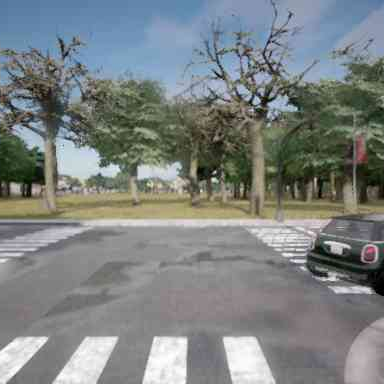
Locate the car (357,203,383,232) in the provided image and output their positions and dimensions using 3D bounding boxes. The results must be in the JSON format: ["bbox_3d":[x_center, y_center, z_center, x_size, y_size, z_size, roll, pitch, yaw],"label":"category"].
[{"bbox_3d":[12.346,1.406,18.893,5.008,1.535,1.882,0,0,0],"label":"car"}]

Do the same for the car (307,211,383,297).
[{"bbox_3d":[5.224,1.330,8.461,4.553,1.767,2.097,0,1,-25],"label":"car"}]
